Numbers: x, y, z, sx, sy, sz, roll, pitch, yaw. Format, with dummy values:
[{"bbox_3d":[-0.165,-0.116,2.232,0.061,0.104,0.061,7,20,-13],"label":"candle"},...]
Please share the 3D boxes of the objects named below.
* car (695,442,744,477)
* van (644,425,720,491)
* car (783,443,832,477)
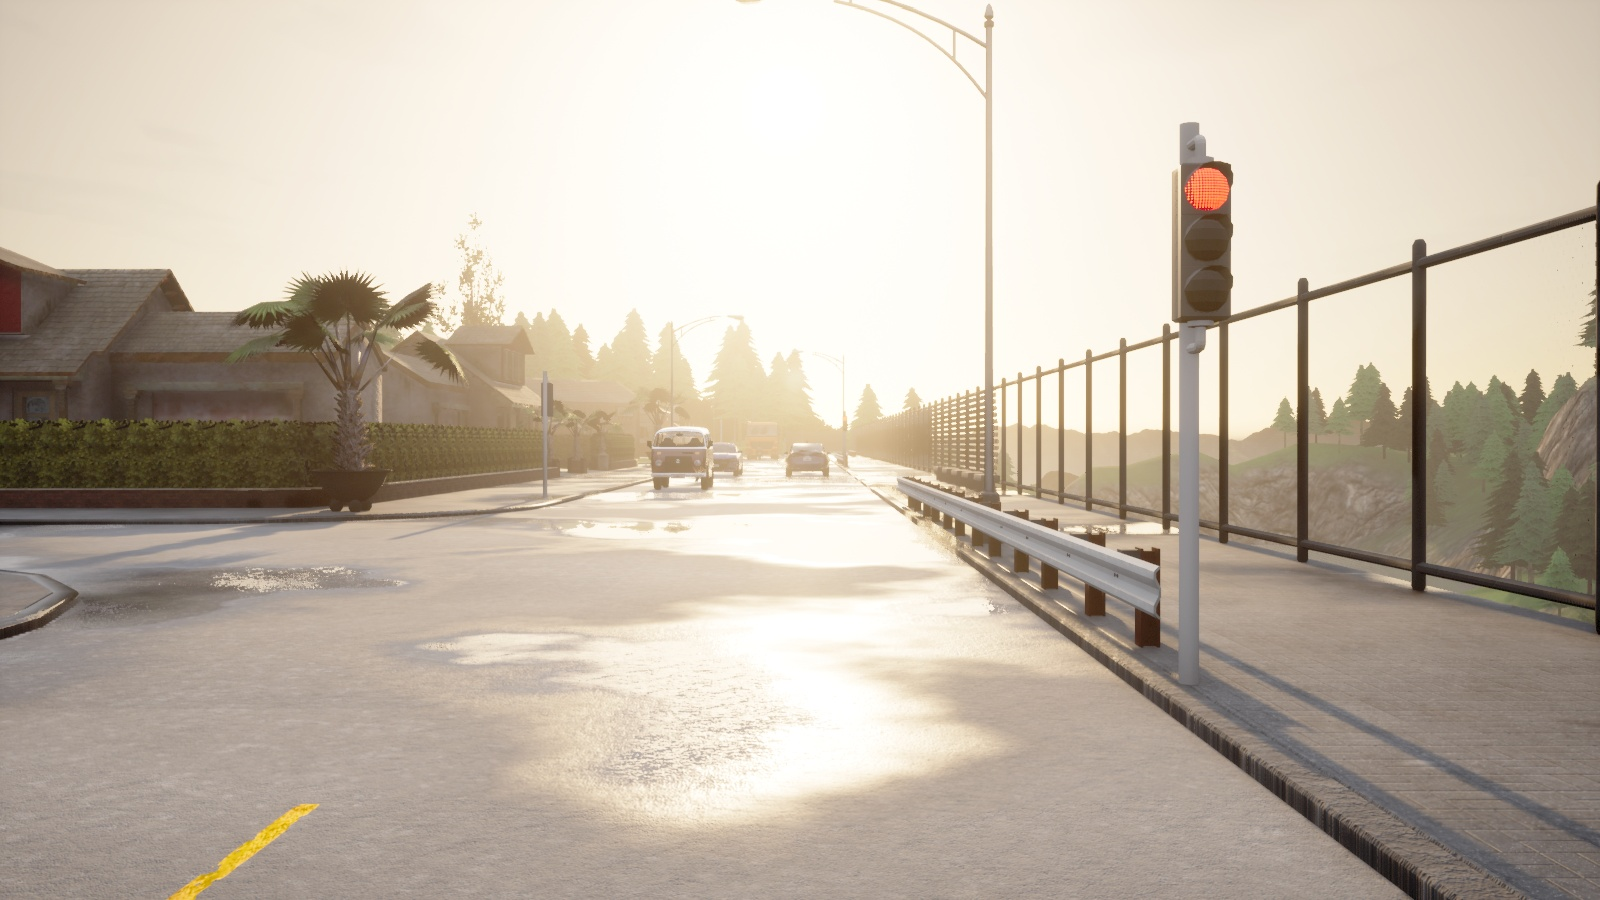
[{"bbox_3d":[-3.659,0.396,57.693,1.882,1.535,5.008,0,0,0],"label":"car"},{"bbox_3d":[-3.779,0.236,40.949,2.069,2.038,4.480,0,0,0],"label":"van"},{"bbox_3d":[0.337,0.424,57.103,2.163,1.488,4.792,0,0,0],"label":"car"}]
